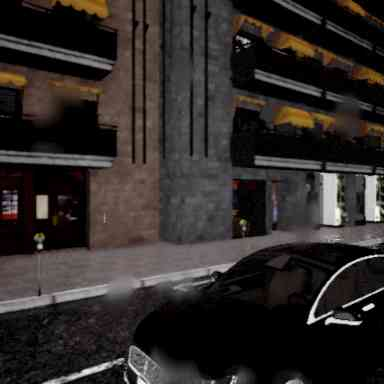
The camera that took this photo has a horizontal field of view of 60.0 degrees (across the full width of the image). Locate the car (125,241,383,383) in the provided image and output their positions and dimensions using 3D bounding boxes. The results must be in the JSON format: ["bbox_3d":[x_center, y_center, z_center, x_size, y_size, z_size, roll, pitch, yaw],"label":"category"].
[{"bbox_3d":[1.515,1.508,4.467,4.892,1.490,1.837,0,0,-36],"label":"car"}]
